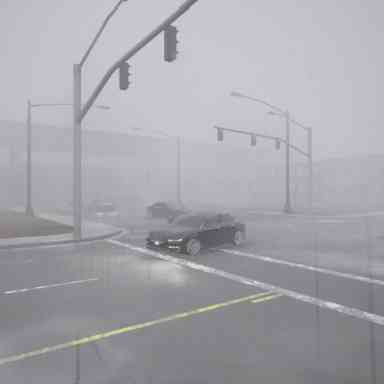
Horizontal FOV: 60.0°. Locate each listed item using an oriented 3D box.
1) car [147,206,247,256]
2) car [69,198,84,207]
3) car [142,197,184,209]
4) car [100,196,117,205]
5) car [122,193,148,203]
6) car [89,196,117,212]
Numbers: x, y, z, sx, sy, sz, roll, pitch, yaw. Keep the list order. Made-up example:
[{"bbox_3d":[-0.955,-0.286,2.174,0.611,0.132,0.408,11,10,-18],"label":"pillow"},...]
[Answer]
[{"bbox_3d":[0.371,1.508,13.274,1.837,1.490,4.892,4,3,40],"label":"car"},{"bbox_3d":[-17.748,1.547,51.495,2.033,1.411,5.357,0,0,-14],"label":"car"},{"bbox_3d":[-1.832,1.478,26.886,1.882,1.535,5.008,0,0,-37],"label":"car"},{"bbox_3d":[-14.949,1.526,59.828,1.812,1.442,4.674,0,0,3],"label":"car"},{"bbox_3d":[-12.256,1.223,69.394,2.150,2.045,5.566,0,0,30],"label":"car"},{"bbox_3d":[-10.674,1.525,39.001,1.812,1.442,4.674,0,0,-35],"label":"car"}]
